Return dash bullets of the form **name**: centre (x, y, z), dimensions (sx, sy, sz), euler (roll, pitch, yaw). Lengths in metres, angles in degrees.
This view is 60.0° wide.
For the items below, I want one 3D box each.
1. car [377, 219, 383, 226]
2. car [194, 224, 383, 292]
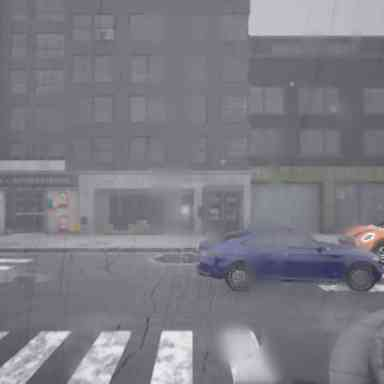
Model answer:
- **car**: centre (7.582, 1.478, 11.588), dimensions (4.553, 1.767, 2.097), euler (0, -1, 0)
- **car**: centre (2.402, 1.632, 8.634), dimensions (4.674, 1.442, 1.812), euler (0, -1, 0)
